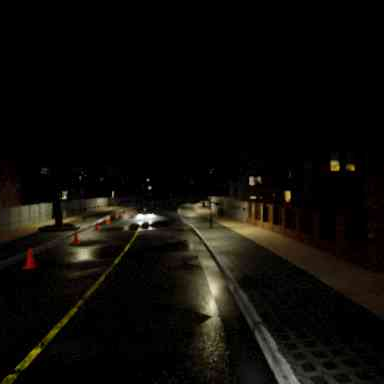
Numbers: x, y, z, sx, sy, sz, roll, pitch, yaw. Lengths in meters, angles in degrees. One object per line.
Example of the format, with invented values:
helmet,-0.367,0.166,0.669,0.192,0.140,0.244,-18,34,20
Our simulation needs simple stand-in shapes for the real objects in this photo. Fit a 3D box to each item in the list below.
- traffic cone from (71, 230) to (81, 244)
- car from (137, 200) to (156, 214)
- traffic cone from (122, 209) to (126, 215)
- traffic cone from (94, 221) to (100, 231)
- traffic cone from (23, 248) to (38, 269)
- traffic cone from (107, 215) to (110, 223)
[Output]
traffic cone,-5.245,2.015,15.049,0.340,0.580,0.340,0,0,-5
car,-5.024,1.612,37.127,2.128,1.511,4.902,0,0,-3
traffic cone,-7.122,2.077,35.013,0.340,0.580,0.340,0,0,-3
traffic cone,-5.698,2.033,19.969,0.340,0.580,0.340,0,0,-6
traffic cone,-4.914,1.997,10.119,0.340,0.580,0.340,0,0,-3
traffic cone,-6.259,2.050,24.924,0.340,0.580,0.340,0,0,-6
